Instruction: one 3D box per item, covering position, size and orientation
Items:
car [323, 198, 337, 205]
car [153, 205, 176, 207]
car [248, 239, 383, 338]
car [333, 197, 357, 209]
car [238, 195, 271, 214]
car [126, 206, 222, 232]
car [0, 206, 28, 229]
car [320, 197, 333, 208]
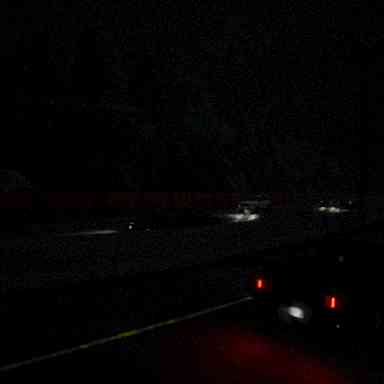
[{"bbox_3d":[29.897,1.941,71.805,1.994,1.385,4.181,0,0,34],"label":"car"},{"bbox_3d":[-1.907,1.609,21.274,1.837,1.490,4.892,0,0,43],"label":"car"},{"bbox_3d":[3.342,1.639,6.764,4.718,1.301,1.895,0,0,-41],"label":"car"},{"bbox_3d":[23.065,1.627,49.556,2.097,1.767,4.553,0,0,35],"label":"car"},{"bbox_3d":[7.452,1.424,39.180,2.150,2.045,5.566,0,0,34],"label":"car"},{"bbox_3d":[-0.692,1.634,17.466,5.357,1.411,2.033,0,0,-44],"label":"car"},{"bbox_3d":[-12.866,1.614,20.776,4.674,1.442,1.812,0,0,-39],"label":"car"},{"bbox_3d":[22.933,1.656,55.521,2.097,1.767,4.553,0,0,35],"label":"car"}]
